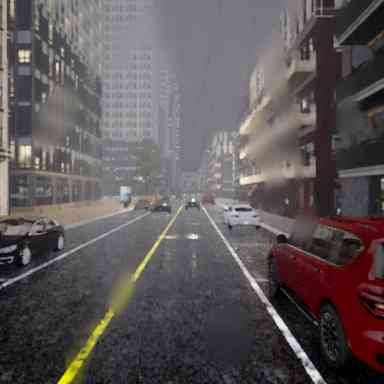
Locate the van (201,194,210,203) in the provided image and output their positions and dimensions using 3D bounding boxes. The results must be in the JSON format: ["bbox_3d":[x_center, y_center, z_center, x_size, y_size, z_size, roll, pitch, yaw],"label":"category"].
[{"bbox_3d":[2.706,1.212,66.642,1.690,1.788,3.998,0,0,0],"label":"van"}]

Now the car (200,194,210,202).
[{"bbox_3d":[2.707,1.302,72.193,1.967,1.590,4.097,0,0,0],"label":"car"}]

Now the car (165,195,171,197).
[{"bbox_3d":[-5.673,1.428,72.194,1.947,1.339,4.313,0,0,0],"label":"car"}]

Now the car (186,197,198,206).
[{"bbox_3d":[0.016,1.492,54.528,1.895,1.301,4.718,0,0,0],"label":"car"}]

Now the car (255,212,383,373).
[{"bbox_3d":[2.689,1.302,5.581,2.192,1.841,5.009,0,0,0],"label":"car"}]

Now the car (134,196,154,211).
[{"bbox_3d":[-5.682,1.502,38.889,1.802,1.307,4.206,0,0,0],"label":"car"}]

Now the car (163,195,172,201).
[{"bbox_3d":[-5.671,1.420,77.441,1.947,1.339,4.313,0,0,0],"label":"car"}]

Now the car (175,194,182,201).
[{"bbox_3d":[-2.979,1.199,75.977,1.837,1.490,4.892,0,0,0],"label":"car"}]

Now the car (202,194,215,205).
[{"bbox_3d":[2.703,1.204,55.540,2.192,1.841,5.009,0,0,0],"label":"car"}]

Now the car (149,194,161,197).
[{"bbox_3d":[-5.681,1.349,44.439,1.967,1.590,4.097,0,0,0],"label":"car"}]

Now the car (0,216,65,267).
[{"bbox_3d":[-5.689,1.526,11.134,2.008,1.369,4.403,0,0,0],"label":"car"}]

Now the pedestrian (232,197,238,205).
[{"bbox_3d":[3.006,1.243,23.580,0.375,1.860,0.375,0,0,-1],"label":"pedestrian"}]

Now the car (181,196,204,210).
[{"bbox_3d":[0.076,1.460,42.298,2.033,1.411,5.357,0,0,0],"label":"car"}]

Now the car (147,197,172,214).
[{"bbox_3d":[-3.083,1.492,34.342,1.994,1.385,4.181,0,0,0],"label":"car"}]

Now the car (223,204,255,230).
[{"bbox_3d":[3.005,1.482,20.747,1.812,1.442,4.674,0,0,0],"label":"car"}]
